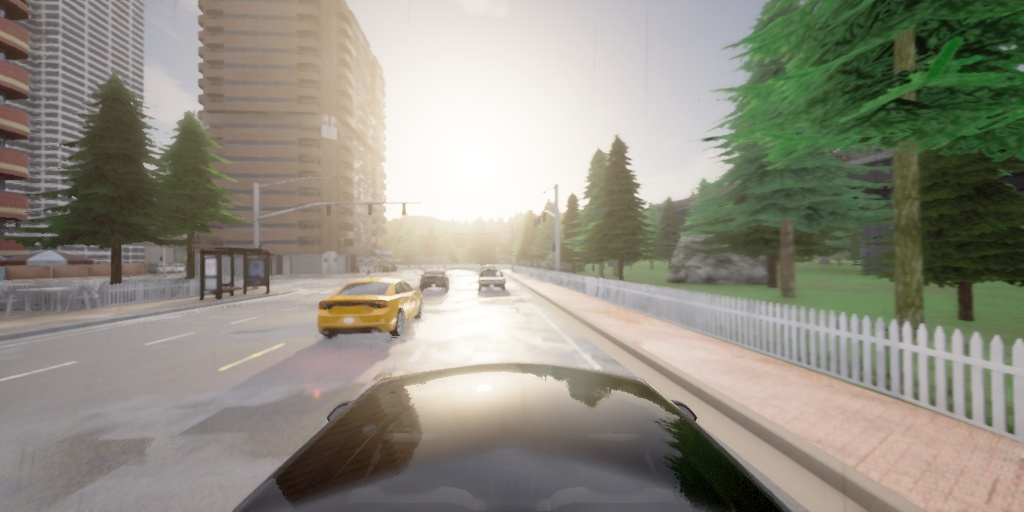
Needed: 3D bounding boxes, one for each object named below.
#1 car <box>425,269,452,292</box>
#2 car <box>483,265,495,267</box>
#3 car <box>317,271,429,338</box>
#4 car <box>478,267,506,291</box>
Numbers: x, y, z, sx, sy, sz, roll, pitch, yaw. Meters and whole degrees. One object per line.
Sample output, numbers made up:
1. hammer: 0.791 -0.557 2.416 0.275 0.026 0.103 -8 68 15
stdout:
1. car: -5.305 1.626 24.859 1.837 1.490 4.892 0 -1 -10
2. car: -2.693 1.823 41.982 1.837 1.490 4.892 -1 0 -4
3. car: -3.987 1.399 10.908 1.882 1.535 5.008 -1 -1 -4
4. car: -1.461 1.680 25.413 1.895 1.301 4.718 -1 -1 -4
